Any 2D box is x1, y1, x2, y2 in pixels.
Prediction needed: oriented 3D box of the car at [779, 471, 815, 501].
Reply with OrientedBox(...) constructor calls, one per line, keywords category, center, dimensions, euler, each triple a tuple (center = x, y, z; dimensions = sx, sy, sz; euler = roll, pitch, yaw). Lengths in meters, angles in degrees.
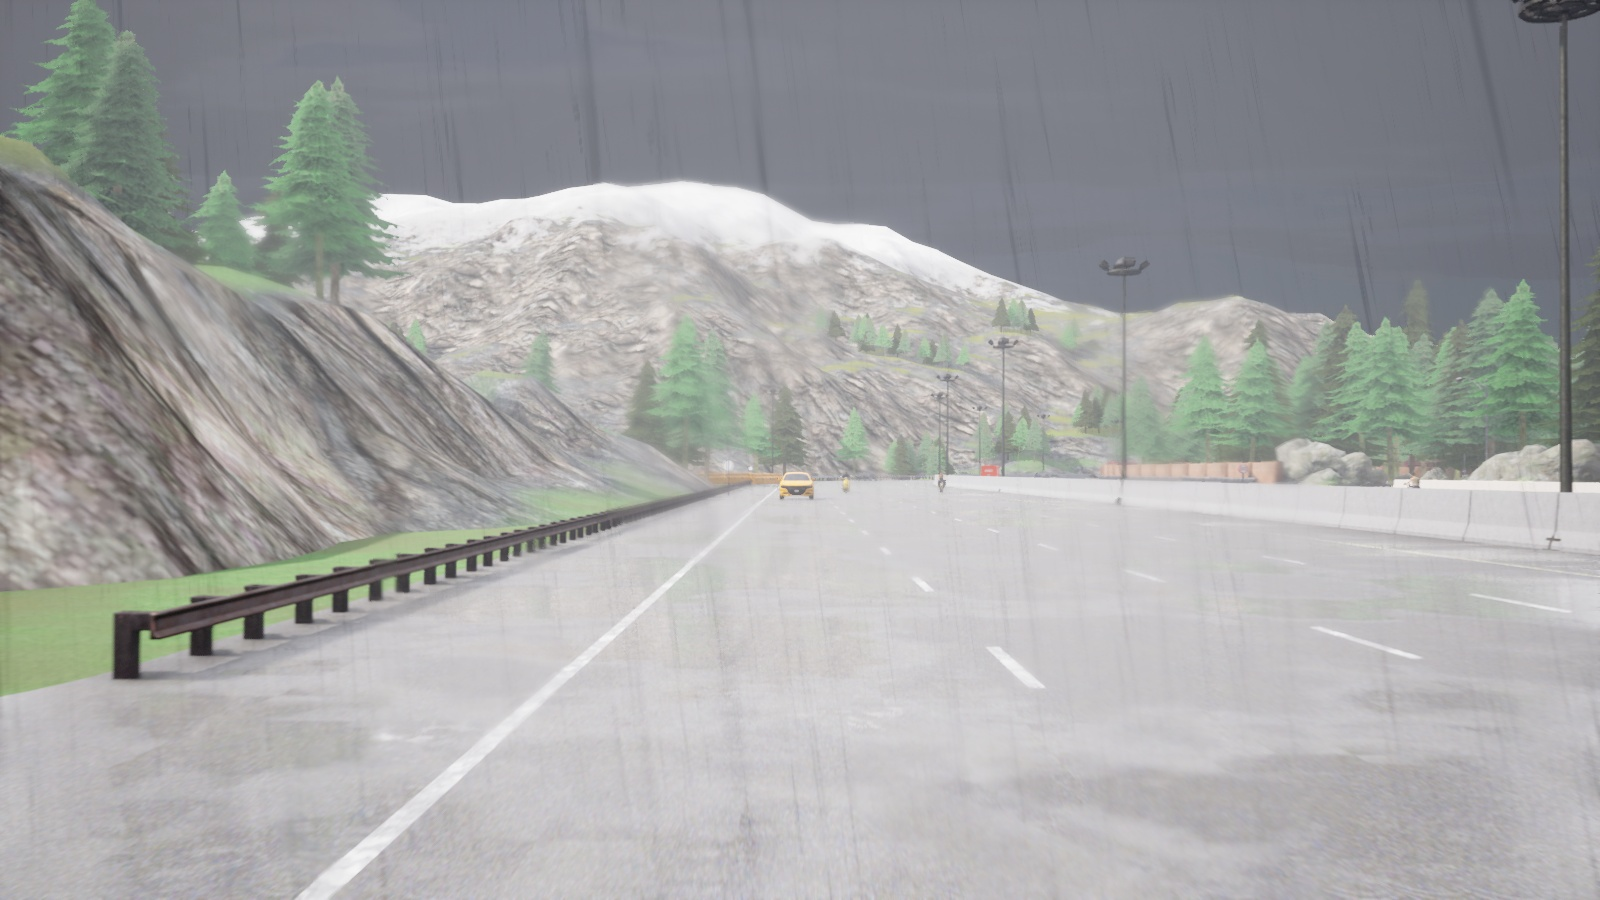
OrientedBox(category="car", center=(-0.166, 1.945, 68.818), dimensions=(1.882, 1.535, 5.008), euler=(0, -1, 0))
